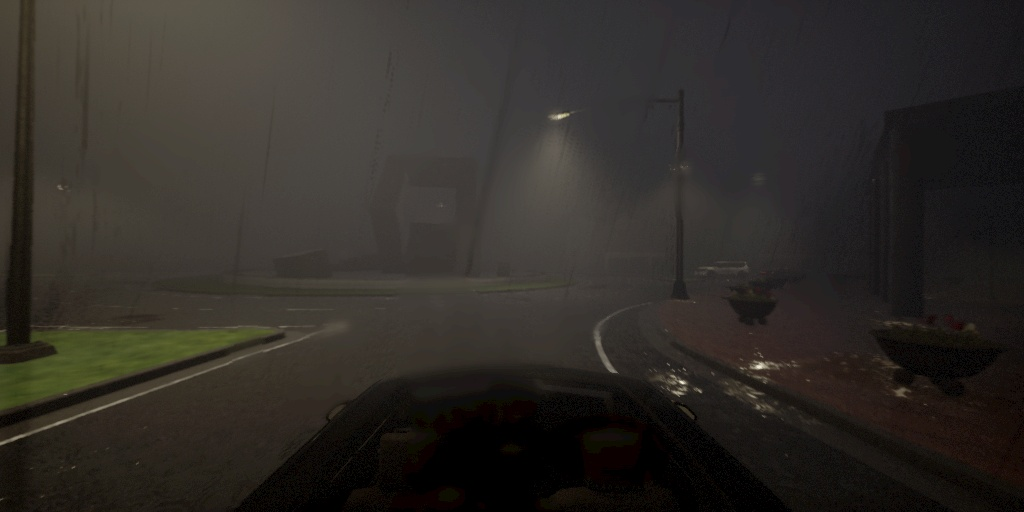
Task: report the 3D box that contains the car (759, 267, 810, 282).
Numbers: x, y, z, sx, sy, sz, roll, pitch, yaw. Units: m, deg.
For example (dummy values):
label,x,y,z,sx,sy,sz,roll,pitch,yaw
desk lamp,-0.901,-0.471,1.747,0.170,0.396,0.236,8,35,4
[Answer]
label,x,y,z,sx,sy,sz,roll,pitch,yaw
car,27.559,1.895,36.231,4.902,1.511,2.128,1,-1,-12

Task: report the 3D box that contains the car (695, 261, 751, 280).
label,x,y,z,sx,sy,sz,roll,pitch,yaw
car,23.668,1.614,40.330,5.566,2.045,2.150,1,0,1

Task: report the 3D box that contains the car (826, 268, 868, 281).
label,x,y,z,sx,sy,sz,roll,pitch,yaw
car,39.539,2.147,41.545,5.357,1.411,2.033,1,-1,-6
